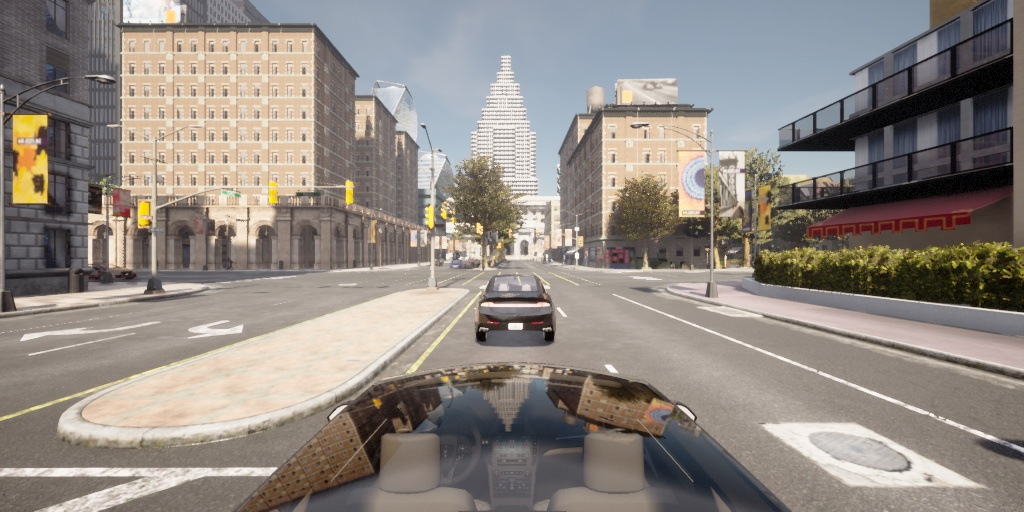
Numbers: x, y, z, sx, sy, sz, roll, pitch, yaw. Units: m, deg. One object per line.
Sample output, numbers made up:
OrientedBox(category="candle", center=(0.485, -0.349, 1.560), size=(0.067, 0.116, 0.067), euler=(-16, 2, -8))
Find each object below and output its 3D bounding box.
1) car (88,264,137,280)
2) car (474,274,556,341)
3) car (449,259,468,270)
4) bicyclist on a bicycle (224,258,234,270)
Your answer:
OrientedBox(category="car", center=(-33.463, 1.314, 29.294), size=(4.181, 1.385, 1.994), euler=(0, 0, 0))
OrientedBox(category="car", center=(0.083, 1.242, 9.836), size=(2.128, 1.511, 4.902), euler=(0, 0, 0))
OrientedBox(category="car", center=(-8.019, 1.276, 52.966), size=(1.812, 1.442, 4.674), euler=(0, 0, 0))
OrientedBox(category="bicyclist on a bicycle", center=(-37.237, 1.050, 47.246), size=(0.582, 1.620, 1.656), euler=(0, 0, 0))
